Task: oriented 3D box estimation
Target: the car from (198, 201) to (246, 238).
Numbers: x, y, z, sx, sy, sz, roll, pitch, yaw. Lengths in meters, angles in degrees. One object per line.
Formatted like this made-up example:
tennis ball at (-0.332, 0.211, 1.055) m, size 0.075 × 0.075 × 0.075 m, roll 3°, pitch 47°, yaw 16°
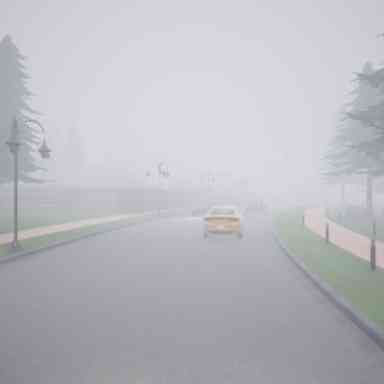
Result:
car at (1.773, 1.468, 17.770) m, size 1.882 × 1.535 × 5.008 m, roll 0°, pitch 0°, yaw 10°

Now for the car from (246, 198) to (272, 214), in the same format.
car at (7.035, 1.588, 36.025) m, size 1.895 × 1.301 × 4.718 m, roll 0°, pitch 0°, yaw 22°

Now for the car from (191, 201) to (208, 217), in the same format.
car at (1.369, 1.542, 31.032) m, size 1.994 × 1.385 × 4.181 m, roll 0°, pitch 0°, yaw 19°

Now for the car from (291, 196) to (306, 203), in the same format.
car at (21.448, 1.490, 67.113) m, size 1.994 × 1.385 × 4.181 m, roll 0°, pitch 0°, yaw 36°

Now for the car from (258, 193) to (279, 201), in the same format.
car at (17.114, 1.152, 76.367) m, size 3.866 × 1.878 × 1.905 m, roll 0°, pitch 0°, yaw 36°
